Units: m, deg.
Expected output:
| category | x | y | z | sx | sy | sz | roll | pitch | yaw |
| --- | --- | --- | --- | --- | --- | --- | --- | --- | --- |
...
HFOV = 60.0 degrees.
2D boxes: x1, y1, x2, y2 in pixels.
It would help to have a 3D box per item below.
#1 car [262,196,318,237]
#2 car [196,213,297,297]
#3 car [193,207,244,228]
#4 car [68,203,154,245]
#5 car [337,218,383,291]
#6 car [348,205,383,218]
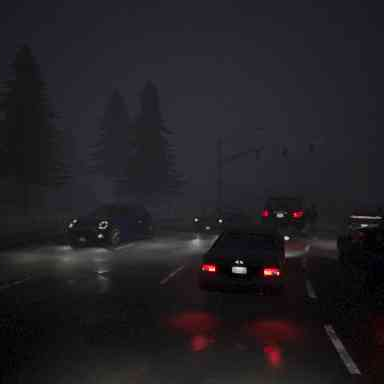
| category | x | y | z | sx | sy | sz | roll | pitch | yaw |
| --- | --- | --- | --- | --- | --- | --- | --- | --- | --- |
| car | 5.488 | 1.221 | 18.264 | 2.150 | 2.045 | 5.566 | 0 | 0 | 28 |
| car | 1.548 | 1.547 | 8.817 | 2.033 | 1.411 | 5.357 | 0 | 0 | 15 |
| car | 1.907 | 1.600 | 19.604 | 1.895 | 1.301 | 4.718 | 0 | 0 | 29 |
| car | -3.656 | 1.350 | 15.684 | 2.097 | 1.767 | 4.553 | 0 | 0 | 22 |
| car | 5.151 | 1.601 | 8.754 | 1.895 | 1.301 | 4.718 | 0 | 0 | 14 |
| car | 10.099 | 1.491 | 18.746 | 2.128 | 1.511 | 4.902 | 0 | 0 | 35 |
